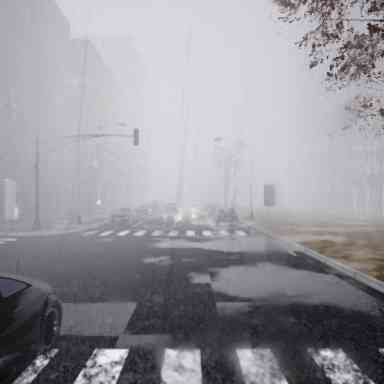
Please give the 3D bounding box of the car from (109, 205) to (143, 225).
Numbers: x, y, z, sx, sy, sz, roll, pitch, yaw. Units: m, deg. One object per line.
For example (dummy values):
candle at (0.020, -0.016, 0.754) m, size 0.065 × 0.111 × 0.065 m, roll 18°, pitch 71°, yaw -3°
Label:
car at (-5.624, 1.946, 27.376) m, size 2.008 × 1.369 × 4.403 m, roll 0°, pitch -1°, yaw 0°

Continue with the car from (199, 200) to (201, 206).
car at (2.845, 2.491, 66.252) m, size 1.752 × 1.417 × 4.829 m, roll 0°, pitch -1°, yaw 0°

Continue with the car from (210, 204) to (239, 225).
car at (2.756, 1.931, 27.357) m, size 1.887 × 1.381 × 4.507 m, roll 0°, pitch -1°, yaw 0°

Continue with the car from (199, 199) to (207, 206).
car at (2.894, 2.747, 88.210) m, size 1.967 × 1.590 × 4.097 m, roll 0°, pitch -1°, yaw 0°

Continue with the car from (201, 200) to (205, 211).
car at (2.819, 2.379, 55.017) m, size 1.802 × 1.307 × 4.206 m, roll 0°, pitch -1°, yaw 0°

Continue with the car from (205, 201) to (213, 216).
car at (2.782, 2.077, 38.592) m, size 1.752 × 1.417 × 4.829 m, roll 0°, pitch -1°, yaw 0°

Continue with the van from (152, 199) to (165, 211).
van at (-5.561, 2.146, 55.040) m, size 1.690 × 1.788 × 3.998 m, roll 0°, pitch -1°, yaw 0°

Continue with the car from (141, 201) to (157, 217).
car at (-5.599, 2.108, 38.441) m, size 2.008 × 1.369 × 4.403 m, roll 0°, pitch -1°, yaw 0°

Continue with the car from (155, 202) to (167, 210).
car at (-5.548, 2.470, 60.568) m, size 1.802 × 1.307 × 4.206 m, roll 0°, pitch -1°, yaw 0°

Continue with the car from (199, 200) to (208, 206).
car at (2.882, 2.771, 82.678) m, size 2.008 × 1.369 × 4.403 m, roll 0°, pitch -1°, yaw 0°

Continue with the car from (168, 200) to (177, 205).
car at (-5.473, 2.953, 93.761) m, size 2.008 × 1.369 × 4.403 m, roll 0°, pitch -1°, yaw 0°

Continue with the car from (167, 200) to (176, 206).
car at (-5.486, 2.866, 88.228) m, size 2.008 × 1.369 × 4.403 m, roll 0°, pitch -1°, yaw 0°

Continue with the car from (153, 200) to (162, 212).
car at (-5.574, 2.162, 49.507) m, size 1.967 × 1.590 × 4.097 m, roll 0°, pitch -1°, yaw 0°

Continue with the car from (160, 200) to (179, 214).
car at (-2.892, 2.175, 46.022) m, size 1.837 × 1.490 × 4.892 m, roll 0°, pitch 0°, yaw 0°

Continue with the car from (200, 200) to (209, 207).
car at (2.870, 2.678, 77.146) m, size 1.887 × 1.381 × 4.507 m, roll 0°, pitch -1°, yaw 0°

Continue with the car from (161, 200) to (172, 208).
car at (-5.524, 2.497, 71.635) m, size 1.967 × 1.590 × 4.097 m, roll 0°, pitch -1°, yaw 0°

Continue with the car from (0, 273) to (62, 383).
car at (-2.990, 1.617, 3.444) m, size 1.994 × 1.385 × 4.181 m, roll 0°, pitch -1°, yaw 0°

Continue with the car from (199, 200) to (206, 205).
car at (2.907, 2.945, 93.741) m, size 2.008 × 1.369 × 4.403 m, roll 0°, pitch -1°, yaw 0°
